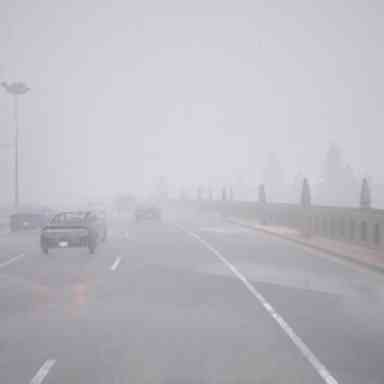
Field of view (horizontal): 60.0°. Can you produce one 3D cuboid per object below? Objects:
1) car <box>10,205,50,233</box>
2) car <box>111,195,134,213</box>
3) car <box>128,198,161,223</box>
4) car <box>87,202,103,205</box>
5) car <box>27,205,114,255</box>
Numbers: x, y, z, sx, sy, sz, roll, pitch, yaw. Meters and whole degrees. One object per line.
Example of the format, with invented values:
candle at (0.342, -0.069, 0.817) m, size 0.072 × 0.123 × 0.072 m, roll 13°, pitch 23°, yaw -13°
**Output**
car at (-9.432, 1.545, 20.270) m, size 1.882 × 1.535 × 5.008 m, roll 0°, pitch 0°, yaw -12°
car at (-8.077, 1.327, 39.158) m, size 2.150 × 2.045 × 5.566 m, roll 0°, pitch 0°, yaw -22°
car at (-3.655, 1.531, 26.020) m, size 1.882 × 1.535 × 5.008 m, roll 0°, pitch 0°, yaw -15°
car at (-10.493, 1.712, 35.876) m, size 1.895 × 1.301 × 4.718 m, roll 0°, pitch 0°, yaw -21°
car at (-4.628, 1.524, 13.517) m, size 2.128 × 1.511 × 4.902 m, roll 0°, pitch 0°, yaw -8°
